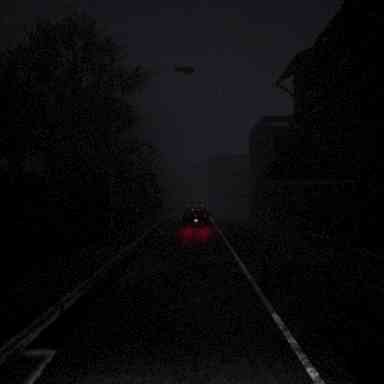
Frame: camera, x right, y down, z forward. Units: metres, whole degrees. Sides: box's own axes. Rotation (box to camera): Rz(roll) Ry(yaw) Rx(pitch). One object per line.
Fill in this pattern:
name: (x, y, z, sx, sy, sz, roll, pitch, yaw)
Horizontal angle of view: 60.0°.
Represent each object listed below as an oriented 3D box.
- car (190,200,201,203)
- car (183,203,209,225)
car: (0.446, 1.864, 41.327, 2.097, 1.767, 4.553, 0, -2, 0)
car: (0.300, 1.735, 25.434, 1.895, 1.301, 4.718, 0, -1, 1)
